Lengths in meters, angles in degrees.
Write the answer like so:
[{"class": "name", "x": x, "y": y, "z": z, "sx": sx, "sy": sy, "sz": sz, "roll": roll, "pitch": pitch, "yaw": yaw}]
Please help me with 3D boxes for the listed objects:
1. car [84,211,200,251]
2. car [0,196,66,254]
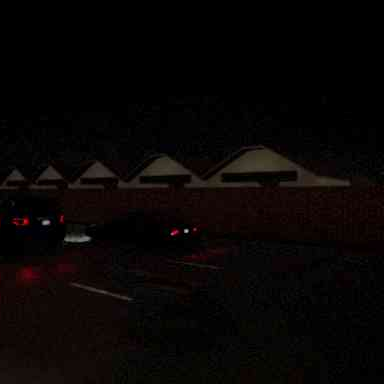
[{"class": "car", "x": -2.252, "y": 1.533, "z": 14.157, "sx": 5.357, "sy": 1.411, "sz": 2.033, "roll": 0, "pitch": 0, "yaw": 36}, {"class": "car", "x": -7.453, "y": 1.200, "z": 13.588, "sx": 5.566, "sy": 2.045, "sz": 2.150, "roll": 0, "pitch": 0, "yaw": 36}]
